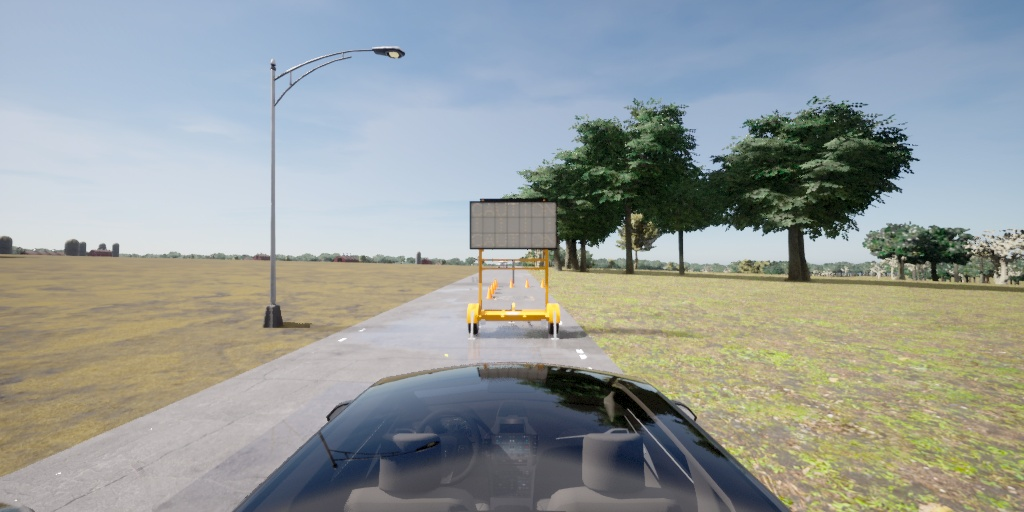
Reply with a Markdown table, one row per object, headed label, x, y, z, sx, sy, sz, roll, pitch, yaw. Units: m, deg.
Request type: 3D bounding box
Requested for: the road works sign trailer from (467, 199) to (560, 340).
| label | x | y | z | sx | sy | sz | roll | pitch | yaw |
| --- | --- | --- | --- | --- | --- | --- | --- | --- | --- |
| road works sign trailer | 0.043 | 0.222 | 9.956 | 2.380 | 3.560 | 2.880 | 0 | 0 | 0 |
